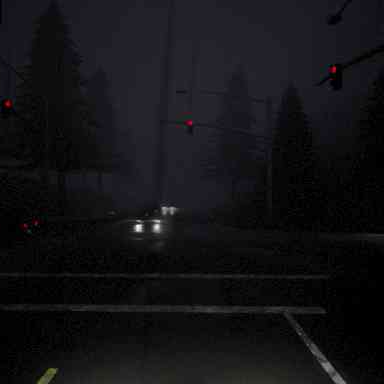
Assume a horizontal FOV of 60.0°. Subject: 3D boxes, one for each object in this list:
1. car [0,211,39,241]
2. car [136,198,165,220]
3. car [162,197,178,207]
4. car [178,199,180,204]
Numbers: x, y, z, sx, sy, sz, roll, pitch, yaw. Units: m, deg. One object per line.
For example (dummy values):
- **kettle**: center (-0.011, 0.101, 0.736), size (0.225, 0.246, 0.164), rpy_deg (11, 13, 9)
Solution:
- **car**: center (-10.018, 1.585, 15.831), size (4.718, 1.301, 1.895), rpy_deg (0, 0, -4)
- **car**: center (-3.611, 1.525, 28.698), size (1.812, 1.442, 4.674), rpy_deg (0, 0, 0)
- **car**: center (-3.865, 1.491, 51.207), size (2.128, 1.511, 4.902), rpy_deg (0, 0, -9)
- **car**: center (-4.071, 1.564, 61.705), size (1.994, 1.385, 4.181), rpy_deg (0, 0, -39)
